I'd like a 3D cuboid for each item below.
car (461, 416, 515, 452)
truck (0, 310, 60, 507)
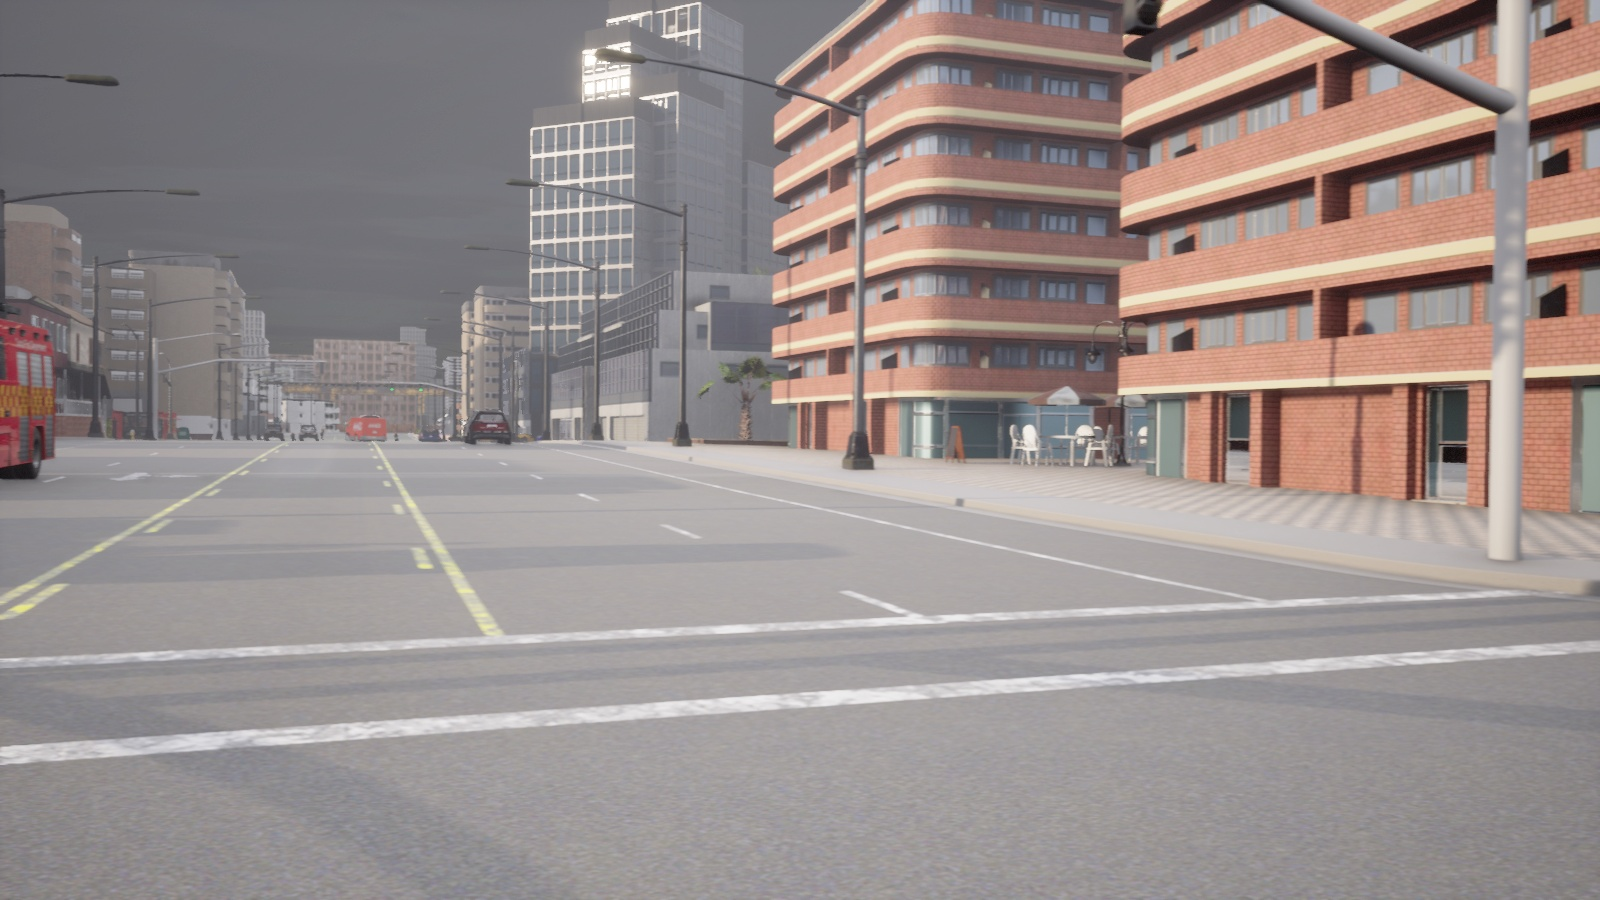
[{"bbox_3d":[-14.993,-0.787,60.193,2.033,1.649,4.856,-1,1,-20],"label":"car"},{"bbox_3d":[-17.177,-0.814,24.705,2.891,3.827,8.468,-1,2,-20],"label":"truck"}]
